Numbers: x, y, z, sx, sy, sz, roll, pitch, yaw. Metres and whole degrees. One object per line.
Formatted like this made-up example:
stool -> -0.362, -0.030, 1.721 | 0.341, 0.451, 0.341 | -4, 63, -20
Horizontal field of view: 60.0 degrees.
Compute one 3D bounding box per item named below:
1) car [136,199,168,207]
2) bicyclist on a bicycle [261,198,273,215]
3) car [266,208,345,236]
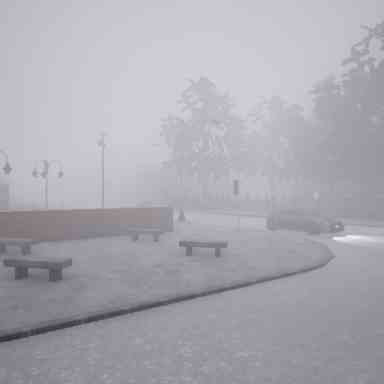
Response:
car -> -3.727, 1.505, 32.178 | 1.837, 1.490, 4.892 | 0, 0, -35
bicyclist on a bicycle -> 7.079, 1.349, 31.453 | 1.656, 1.620, 0.582 | 0, 0, -35
car -> 6.152, 1.563, 18.438 | 1.994, 1.385, 4.181 | 0, 0, -37
